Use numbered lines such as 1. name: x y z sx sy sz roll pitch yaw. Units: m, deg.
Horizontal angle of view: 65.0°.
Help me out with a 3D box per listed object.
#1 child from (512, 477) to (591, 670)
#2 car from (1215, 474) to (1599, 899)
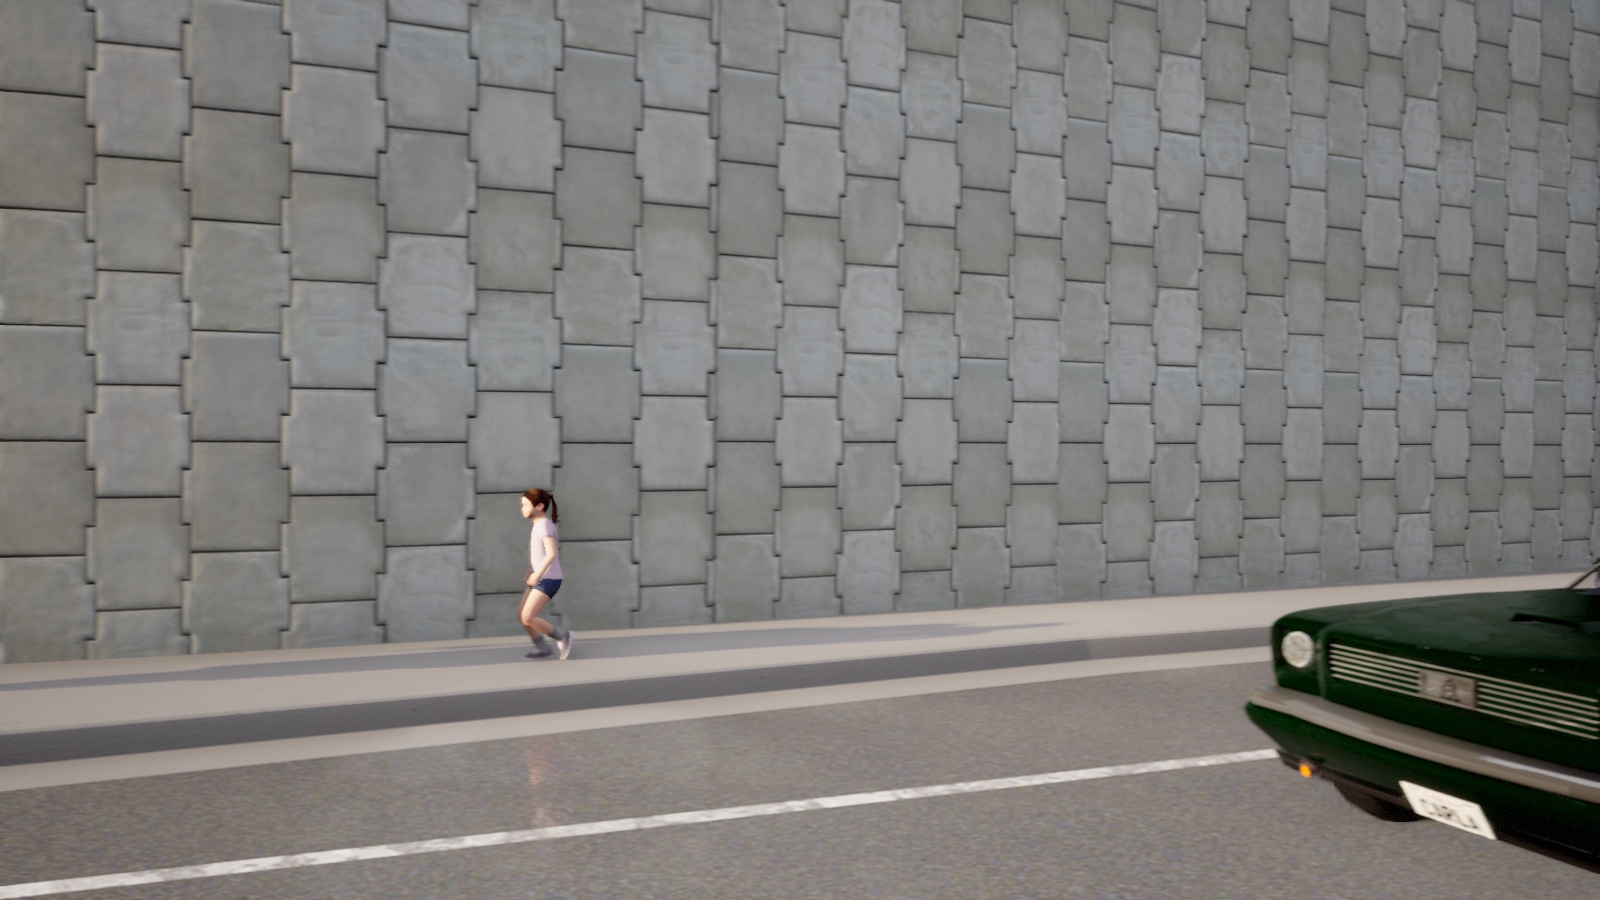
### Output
1. child: -1.490 0.724 7.516 0.394 1.110 0.255 -1 1 -25
2. car: 4.158 0.764 4.889 4.718 1.301 1.895 -1 1 -22
